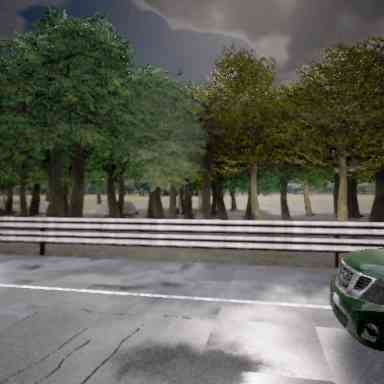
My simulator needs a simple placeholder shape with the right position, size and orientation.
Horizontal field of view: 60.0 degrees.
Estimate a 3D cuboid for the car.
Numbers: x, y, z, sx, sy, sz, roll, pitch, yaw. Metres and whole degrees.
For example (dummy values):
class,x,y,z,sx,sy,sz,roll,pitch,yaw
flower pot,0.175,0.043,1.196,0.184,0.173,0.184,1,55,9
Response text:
class,x,y,z,sx,sy,sz,roll,pitch,yaw
car,4.846,1.221,4.350,5.566,2.045,2.150,0,0,13
